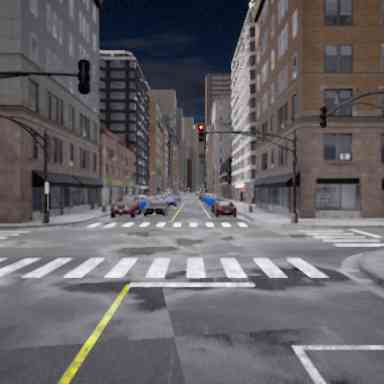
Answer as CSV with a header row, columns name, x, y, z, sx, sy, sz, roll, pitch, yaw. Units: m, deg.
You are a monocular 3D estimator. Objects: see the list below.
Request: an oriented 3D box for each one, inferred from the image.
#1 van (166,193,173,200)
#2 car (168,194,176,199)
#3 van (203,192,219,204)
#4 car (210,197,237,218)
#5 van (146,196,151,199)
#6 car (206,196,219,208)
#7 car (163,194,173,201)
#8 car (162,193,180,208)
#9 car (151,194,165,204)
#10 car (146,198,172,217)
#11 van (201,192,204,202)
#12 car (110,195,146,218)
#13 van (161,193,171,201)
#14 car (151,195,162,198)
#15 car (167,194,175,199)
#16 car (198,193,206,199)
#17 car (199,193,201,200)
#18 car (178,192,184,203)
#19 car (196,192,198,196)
name,x,y,z,sx,sy,sz,roll,pitch,yaw
van,-5.685,1.039,84.126,1.690,1.788,3.998,0,0,0
car,-5.686,1.244,95.130,1.802,1.307,4.206,0,0,0
van,2.847,1.175,45.618,1.690,1.788,3.998,0,0,0
car,2.851,1.437,29.115,1.887,1.381,4.507,0,0,0
van,-5.676,1.214,34.614,1.690,1.788,3.998,0,0,0
car,2.850,1.439,34.616,1.947,1.339,4.313,0,0,0
car,-5.684,1.268,78.625,2.008,1.369,4.403,0,0,0
car,-3.085,1.309,46.183,1.882,1.535,5.008,0,0,0
car,-5.680,1.234,56.620,1.967,1.590,4.097,0,0,0
car,-3.103,1.491,29.619,1.895,1.301,4.718,0,0,0
van,2.845,1.136,56.621,1.690,1.788,3.998,0,0,0
car,-5.675,1.207,29.113,2.192,1.841,5.009,0,0,0
van,-5.683,1.077,73.124,1.690,1.788,3.998,0,0,0
car,-5.678,1.274,45.617,1.967,1.590,4.097,0,0,0
car,-5.686,1.246,89.628,1.947,1.339,4.313,0,0,0
car,2.839,1.102,95.131,1.967,1.590,4.097,0,0,0
car,2.844,1.337,67.625,1.802,1.307,4.206,0,0,0
car,-3.012,1.329,64.109,1.837,1.490,4.892,0,0,0
car,2.840,1.013,84.127,2.192,1.841,5.009,0,0,0
